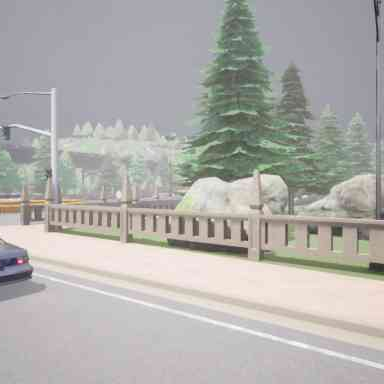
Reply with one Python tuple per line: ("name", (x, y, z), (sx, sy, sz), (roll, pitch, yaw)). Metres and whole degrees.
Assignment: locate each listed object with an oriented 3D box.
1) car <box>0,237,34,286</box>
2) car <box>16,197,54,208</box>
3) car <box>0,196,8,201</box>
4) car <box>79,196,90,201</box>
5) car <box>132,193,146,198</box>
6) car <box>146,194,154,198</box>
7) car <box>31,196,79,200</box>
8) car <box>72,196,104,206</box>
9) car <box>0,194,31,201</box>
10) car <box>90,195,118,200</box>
("car", (-6.105, 1.547, 8.317), (5.357, 1.411, 2.033), (0, 0, 36))
("car", (-23.398, 1.505, 49.816), (1.837, 1.490, 4.892), (0, 0, 36))
("car", (-23.925, 1.491, 37.113), (2.128, 1.511, 4.902), (0, 0, 36))
("car", (-18.508, 1.352, 50.624), (2.097, 1.767, 4.553), (0, 0, 35))
("car", (-10.411, 0.999, 67.840), (2.033, 1.411, 5.357), (0, 4, 36))
("car", (-5.746, 1.052, 62.392), (2.128, 1.511, 4.902), (0, 3, 36))
("car", (-18.370, 1.478, 44.823), (1.882, 1.535, 5.008), (0, 0, 36))
("car", (-17.913, 1.456, 57.463), (2.128, 1.511, 4.902), (0, 1, 36))
("car", (-24.176, 1.221, 42.748), (2.150, 2.045, 5.566), (0, 0, 36))
("car", (-13.022, 1.334, 52.270), (2.097, 1.767, 4.553), (0, 1, 36))
